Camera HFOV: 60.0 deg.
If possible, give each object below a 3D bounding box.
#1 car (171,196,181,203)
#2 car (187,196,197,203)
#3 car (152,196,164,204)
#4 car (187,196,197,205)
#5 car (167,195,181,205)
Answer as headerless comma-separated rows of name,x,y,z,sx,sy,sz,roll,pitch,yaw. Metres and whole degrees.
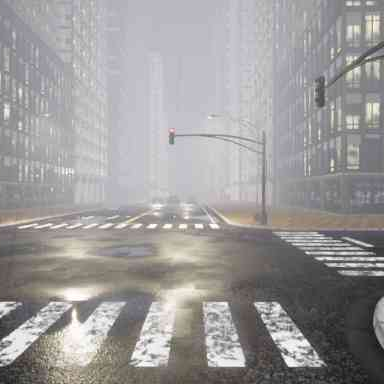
car,-3.271,1.565,70.162,1.895,1.301,4.718,0,0,0
car,-0.021,1.541,70.549,1.994,1.385,4.181,0,0,0
car,-6.519,1.608,64.298,2.128,1.511,4.902,0,0,0
car,-0.018,1.703,60.577,1.895,1.301,4.718,0,0,0
car,-3.268,1.453,60.101,2.097,1.767,4.553,0,0,0
